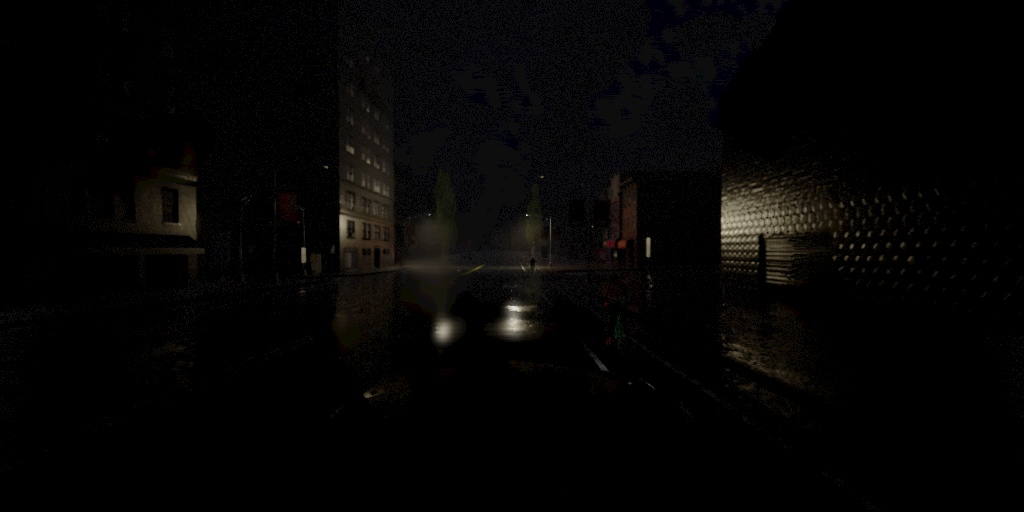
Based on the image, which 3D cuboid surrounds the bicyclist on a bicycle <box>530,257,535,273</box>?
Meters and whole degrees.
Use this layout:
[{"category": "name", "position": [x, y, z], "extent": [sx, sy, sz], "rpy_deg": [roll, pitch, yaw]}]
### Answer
[{"category": "bicyclist on a bicycle", "position": [2.260, 0.960, 39.604], "extent": [0.659, 1.776, 1.843], "rpy_deg": [2, -2, 0]}]

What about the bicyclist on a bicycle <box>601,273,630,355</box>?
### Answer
[{"category": "bicyclist on a bicycle", "position": [2.243, 1.199, 7.770], "extent": [0.582, 1.620, 1.656], "rpy_deg": [0, 0, 0]}]
